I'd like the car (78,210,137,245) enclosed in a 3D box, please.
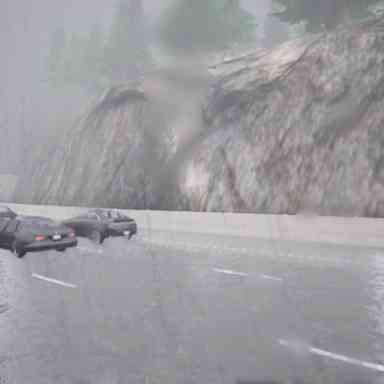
[{"bbox_3d":[-4.764,1.627,16.363,4.902,1.511,2.128,-1,0,40],"label":"car"}]

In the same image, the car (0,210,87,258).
[{"bbox_3d":[-6.754,1.678,13.456,5.357,1.411,2.033,-1,0,40],"label":"car"}]

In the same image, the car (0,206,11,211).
[{"bbox_3d":[-14.982,1.791,25.576,4.674,1.442,1.812,-1,0,45],"label":"car"}]
